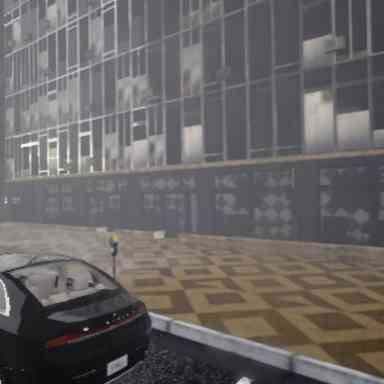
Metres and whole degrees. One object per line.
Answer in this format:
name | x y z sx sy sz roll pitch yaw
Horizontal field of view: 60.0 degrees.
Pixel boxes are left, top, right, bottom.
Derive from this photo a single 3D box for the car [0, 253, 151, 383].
car | -2.545 1.548 4.707 4.403 1.369 2.008 0 -1 36
